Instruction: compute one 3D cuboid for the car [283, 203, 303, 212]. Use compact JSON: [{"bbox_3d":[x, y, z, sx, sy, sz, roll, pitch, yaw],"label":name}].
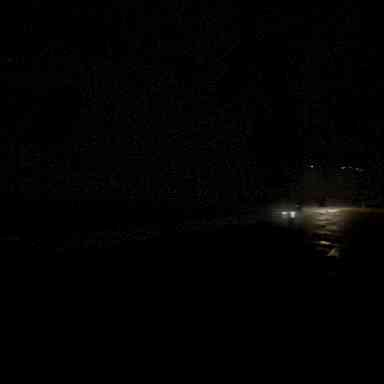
[{"bbox_3d":[14.983,2.262,49.223,1.994,1.385,4.181,-1,-1,36],"label":"car"}]
